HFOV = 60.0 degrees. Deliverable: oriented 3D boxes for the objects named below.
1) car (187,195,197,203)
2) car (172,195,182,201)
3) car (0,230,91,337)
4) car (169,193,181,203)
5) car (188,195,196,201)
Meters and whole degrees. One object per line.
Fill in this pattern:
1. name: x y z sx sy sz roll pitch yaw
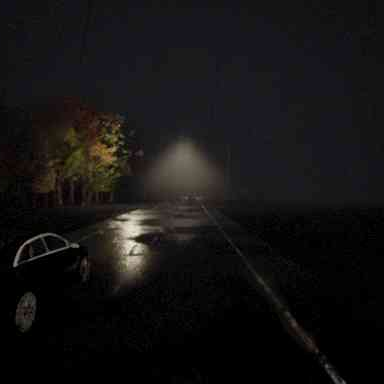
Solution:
1. car: -0.019 1.459 69.184 1.882 1.535 5.008 0 0 0
2. car: -3.522 1.397 79.607 2.033 1.411 5.357 0 0 0
3. car: -3.500 1.495 6.624 2.128 1.511 4.902 0 0 0
4. car: -3.519 1.207 69.212 2.150 2.045 5.566 0 0 0
5. car: -0.023 1.396 79.607 2.033 1.411 5.357 0 0 0
